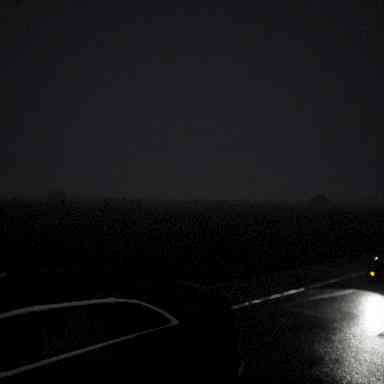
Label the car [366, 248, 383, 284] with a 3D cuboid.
[{"bbox_3d":[6.369,1.673,8.666,4.181,1.385,1.994,1,-1,-37],"label":"car"}]

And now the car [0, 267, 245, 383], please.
[{"bbox_3d":[-1.736,1.507,2.732,4.902,1.511,2.128,1,-1,-36],"label":"car"}]
